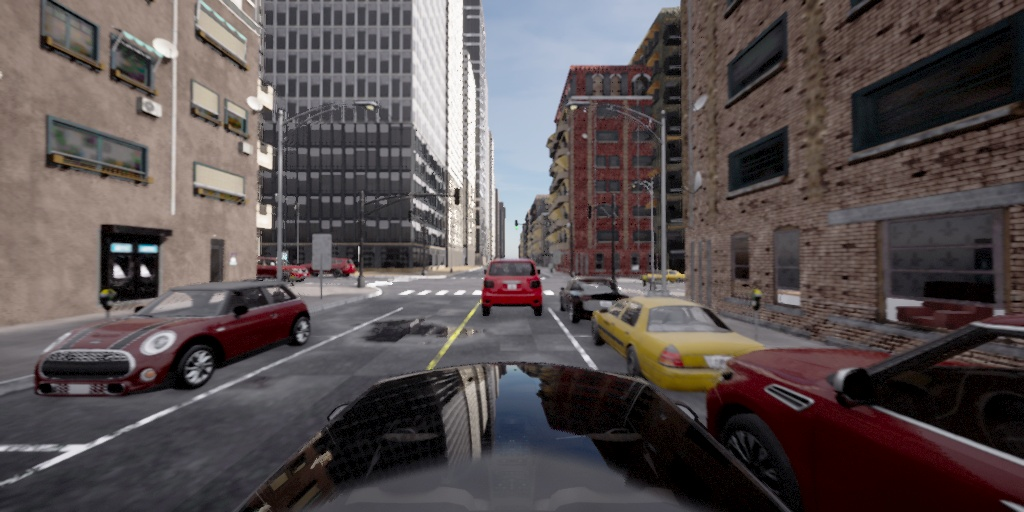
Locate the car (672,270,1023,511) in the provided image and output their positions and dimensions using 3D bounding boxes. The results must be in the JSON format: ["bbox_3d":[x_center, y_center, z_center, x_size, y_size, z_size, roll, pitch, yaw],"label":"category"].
[{"bbox_3d":[2.690,1.058,1.021,2.192,1.841,5.009,0,0,0],"label":"car"}]

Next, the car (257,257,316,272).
[{"bbox_3d":[-17.567,1.019,26.059,5.009,1.841,2.192,0,0,0],"label":"car"}]

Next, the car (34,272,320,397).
[{"bbox_3d":[-5.688,1.243,6.704,1.967,1.591,4.097,0,0,0],"label":"car"}]

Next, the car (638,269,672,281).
[{"bbox_3d":[14.642,1.941,34.702,4.829,1.417,1.751,0,0,0],"label":"car"}]

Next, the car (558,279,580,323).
[{"bbox_3d":[2.694,1.430,12.385,1.948,1.339,4.313,0,0,0],"label":"car"}]

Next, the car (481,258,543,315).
[{"bbox_3d":[0.011,1.111,14.412,2.150,2.045,5.566,0,0,0],"label":"car"}]

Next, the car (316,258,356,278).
[{"bbox_3d":[-17.698,1.128,34.438,5.009,1.841,2.192,0,0,0],"label":"car"}]

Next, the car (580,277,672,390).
[{"bbox_3d":[2.692,1.329,6.873,1.751,1.417,4.829,0,0,0],"label":"car"}]
